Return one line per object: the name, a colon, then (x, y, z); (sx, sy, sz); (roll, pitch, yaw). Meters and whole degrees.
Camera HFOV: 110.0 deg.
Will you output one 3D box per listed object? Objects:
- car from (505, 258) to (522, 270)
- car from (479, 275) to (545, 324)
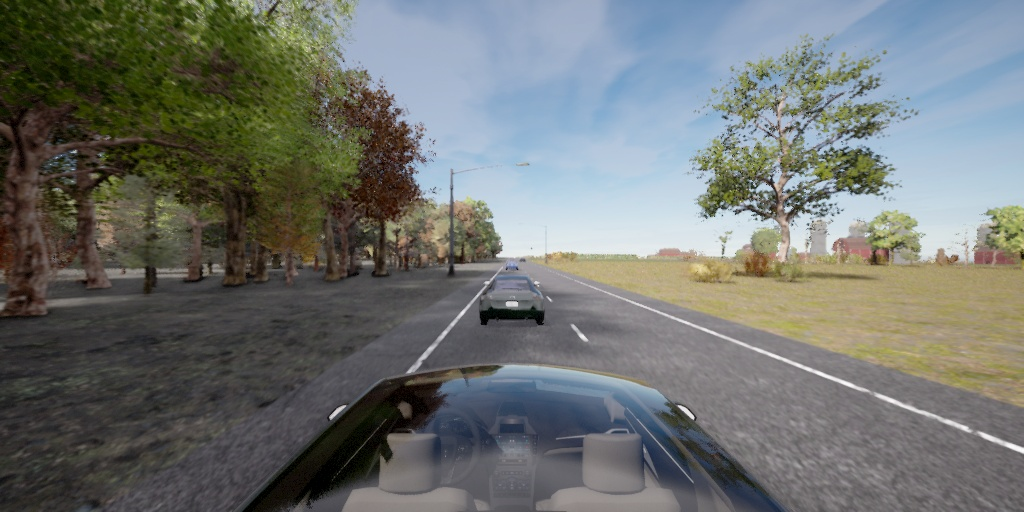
car: (0.001, 1.353, 53.979); (2.033, 1.411, 5.357); (0, 0, 0)
car: (0.000, 1.334, 12.126); (1.994, 1.385, 4.181); (0, 0, 0)
